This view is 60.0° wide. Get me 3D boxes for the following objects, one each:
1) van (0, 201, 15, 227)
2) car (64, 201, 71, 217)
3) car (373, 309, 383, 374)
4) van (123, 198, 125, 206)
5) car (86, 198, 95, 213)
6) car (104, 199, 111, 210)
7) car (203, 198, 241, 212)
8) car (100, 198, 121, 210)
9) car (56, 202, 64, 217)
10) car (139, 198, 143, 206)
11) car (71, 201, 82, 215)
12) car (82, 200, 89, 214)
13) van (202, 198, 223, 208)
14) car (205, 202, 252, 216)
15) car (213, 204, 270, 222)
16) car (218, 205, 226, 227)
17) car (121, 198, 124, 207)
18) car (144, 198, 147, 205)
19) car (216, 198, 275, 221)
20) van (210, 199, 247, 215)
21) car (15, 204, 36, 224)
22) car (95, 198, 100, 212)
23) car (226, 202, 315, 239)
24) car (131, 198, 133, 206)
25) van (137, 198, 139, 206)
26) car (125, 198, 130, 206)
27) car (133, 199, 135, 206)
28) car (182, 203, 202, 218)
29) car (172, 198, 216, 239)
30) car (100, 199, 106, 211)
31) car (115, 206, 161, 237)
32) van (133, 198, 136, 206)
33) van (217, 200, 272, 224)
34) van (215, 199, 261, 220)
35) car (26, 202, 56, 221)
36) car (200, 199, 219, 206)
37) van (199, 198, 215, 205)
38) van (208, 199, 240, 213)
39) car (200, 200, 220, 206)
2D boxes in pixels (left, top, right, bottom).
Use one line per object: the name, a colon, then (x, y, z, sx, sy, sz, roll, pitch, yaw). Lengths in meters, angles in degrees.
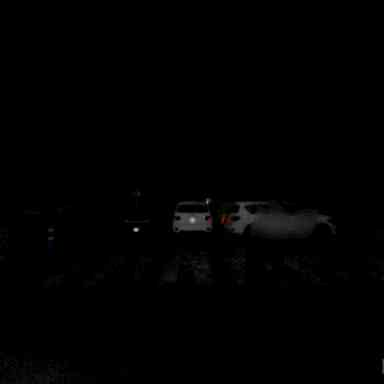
van: (-15.786, 1.596, 24.126, 4.442, 1.987, 1.878, 0, -1, 0)
car: (-15.729, 1.844, 35.241, 4.553, 1.767, 2.185, 0, -1, 0)
car: (4.596, 1.596, 3.663, 4.792, 1.488, 2.163, 0, -1, 0)
van: (-15.653, 2.163, 63.030, 4.442, 1.987, 1.878, 0, -1, 0)
car: (-15.688, 1.958, 43.576, 4.553, 1.767, 2.185, 0, -1, 0)
car: (-15.735, 2.209, 51.912, 4.892, 1.521, 2.231, 0, -1, 0)
car: (4.496, 1.954, 50.543, 5.566, 2.045, 2.435, 0, -1, 0)
car: (-15.727, 2.044, 57.474, 5.566, 2.045, 2.435, 0, -1, 0)
car: (-15.686, 1.932, 32.461, 5.008, 1.535, 2.097, 0, -1, 0)
car: (-15.847, 2.499, 82.480, 5.566, 2.045, 2.435, 0, -1, 0)
car: (-15.701, 2.007, 38.020, 5.008, 1.535, 2.097, 0, -1, 0)
car: (-15.718, 2.046, 40.797, 4.892, 1.521, 2.231, 0, -1, 0)
van: (4.286, 2.290, 69.716, 4.442, 1.987, 1.878, 0, -1, 0)
car: (4.320, 2.047, 39.510, 5.366, 1.575, 1.946, 0, -1, 0)
car: (4.538, 1.943, 31.240, 5.008, 1.535, 2.097, 0, -1, 0)
car: (4.555, 1.835, 22.842, 5.008, 1.535, 2.097, 0, -1, 0)
car: (-15.577, 2.339, 60.248, 5.366, 1.575, 1.946, 0, -1, 0)
car: (-15.811, 2.668, 90.691, 5.566, 2.045, 2.435, 0, -1, 0)
car: (4.580, 1.622, 25.728, 5.566, 2.045, 2.435, 0, -1, 0)
van: (4.613, 1.861, 42.273, 4.442, 1.987, 1.878, 0, -1, 0)
car: (-15.679, 1.899, 26.902, 4.674, 1.452, 2.002, 0, -1, 0)
car: (-15.695, 1.998, 46.357, 4.553, 1.767, 2.185, 0, -1, 0)
car: (4.601, 1.674, 20.087, 4.553, 1.767, 2.185, 0, -1, 0)
car: (-15.761, 2.566, 71.361, 4.792, 1.488, 2.163, 0, -1, 0)
van: (-15.695, 2.468, 79.700, 4.442, 1.987, 1.878, 0, -1, 0)
car: (-15.748, 2.185, 65.807, 5.566, 2.045, 2.435, 0, -1, 0)
car: (-15.795, 2.626, 74.014, 4.674, 1.452, 2.002, 0, -1, 0)
car: (-0.027, 2.034, 37.394, 2.128, 1.511, 4.902, 0, -1, 0)
car: (0.041, 1.536, 19.615, 2.150, 2.045, 5.566, 0, -1, 0)
car: (-15.731, 2.205, 49.133, 4.674, 1.452, 2.002, 0, -1, 0)
car: (-2.969, 1.812, 20.061, 2.128, 1.511, 4.902, 0, -1, 0)
van: (-15.922, 2.415, 76.923, 4.442, 1.987, 1.878, 0, -1, 0)
van: (4.425, 1.682, 28.485, 4.442, 1.987, 1.878, 0, -1, 0)
van: (4.640, 1.752, 34.001, 4.442, 1.987, 1.878, 0, -1, 0)
car: (-15.499, 1.893, 29.682, 5.366, 1.575, 1.946, 0, -1, 0)
car: (4.326, 2.649, 83.620, 4.553, 1.767, 2.185, 0, -1, 0)
van: (4.204, 2.773, 94.649, 4.442, 1.987, 1.878, 0, -1, 0)
van: (4.594, 1.939, 47.785, 4.442, 1.987, 1.878, 0, -1, 0)
car: (4.361, 2.722, 80.862, 4.892, 1.521, 2.231, 0, -1, 0)
